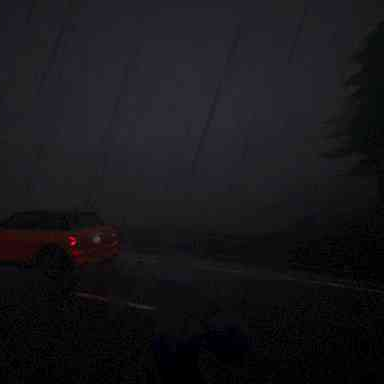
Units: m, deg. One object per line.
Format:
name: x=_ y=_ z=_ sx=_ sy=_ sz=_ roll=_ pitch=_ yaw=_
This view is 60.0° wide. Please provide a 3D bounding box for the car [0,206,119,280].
car: x=-4.486 y=1.271 z=9.763 sx=4.553 sy=1.767 sz=2.097 roll=0 pitch=0 yaw=24
